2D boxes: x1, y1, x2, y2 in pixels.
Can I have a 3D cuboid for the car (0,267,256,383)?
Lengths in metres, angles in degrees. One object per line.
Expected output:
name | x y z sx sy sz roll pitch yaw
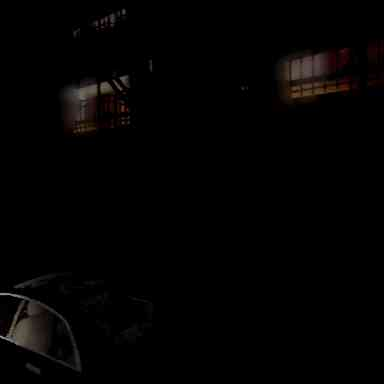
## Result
car | -1.478 1.566 3.724 4.403 1.369 2.008 0 1 36
